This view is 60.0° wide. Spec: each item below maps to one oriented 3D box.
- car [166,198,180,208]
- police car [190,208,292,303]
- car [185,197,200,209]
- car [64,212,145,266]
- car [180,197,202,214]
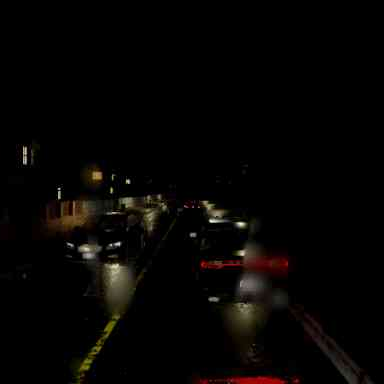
[{"bbox_3d":[-2.683,1.599,48.921,1.895,1.301,4.718,0,0,0],"label":"car"},{"bbox_3d":[0.972,1.426,8.421,1.930,1.638,5.238,0,0,0],"label":"police car"},{"bbox_3d":[0.090,1.504,45.744,1.837,1.490,4.892,0,0,1],"label":"car"},{"bbox_3d":[-2.833,1.494,11.607,2.128,1.511,4.902,0,0,0],"label":"car"},{"bbox_3d":[0.120,1.548,35.397,2.033,1.411,5.357,0,0,0],"label":"car"}]
